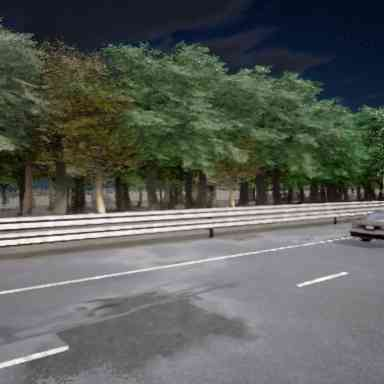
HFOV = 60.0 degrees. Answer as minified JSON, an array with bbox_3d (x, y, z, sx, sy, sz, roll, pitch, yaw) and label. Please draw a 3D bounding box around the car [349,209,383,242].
[{"bbox_3d":[9.038,1.421,14.445,5.357,1.411,2.033,-1,0,-34],"label":"car"}]
